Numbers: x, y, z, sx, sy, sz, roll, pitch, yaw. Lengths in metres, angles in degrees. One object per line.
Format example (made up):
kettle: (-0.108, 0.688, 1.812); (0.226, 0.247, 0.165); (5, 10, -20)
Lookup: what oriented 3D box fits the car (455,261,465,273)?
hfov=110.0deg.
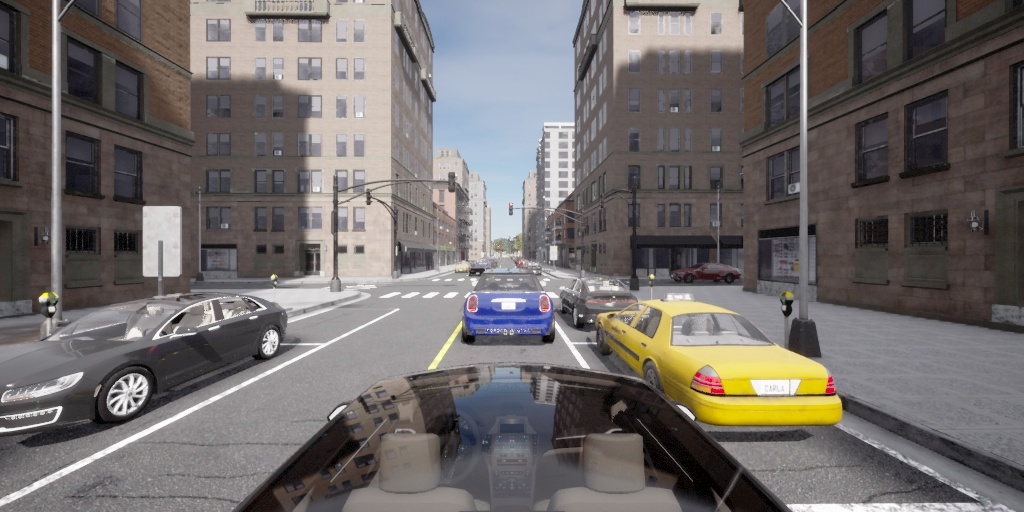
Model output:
car: (-5.889, 1.272, 43.415); (1.751, 1.417, 4.829); (0, 0, -1)

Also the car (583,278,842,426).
car: (2.602, 1.275, 5.894); (1.751, 1.417, 4.829); (0, 0, -1)

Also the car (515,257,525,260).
car: (1.925, 1.182, 60.729); (1.967, 1.591, 4.097); (0, 0, -1)

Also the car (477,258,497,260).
car: (-3.380, 1.294, 46.264); (2.033, 1.411, 5.357); (0, 0, 0)

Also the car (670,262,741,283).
car: (13.930, 1.186, 25.907); (4.674, 1.442, 1.812); (0, 0, 1)

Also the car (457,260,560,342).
car: (-0.085, 1.102, 9.885); (2.097, 1.767, 4.553); (0, 0, 0)

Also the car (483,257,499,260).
car: (-3.497, 1.308, 56.270); (1.994, 1.385, 4.181); (0, 0, -1)

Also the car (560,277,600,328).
car: (2.533, 1.300, 11.130); (2.007, 1.370, 4.403); (0, 0, -1)

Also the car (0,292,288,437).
car: (-5.429, 1.300, 5.625); (2.007, 1.370, 4.403); (0, 0, -1)
